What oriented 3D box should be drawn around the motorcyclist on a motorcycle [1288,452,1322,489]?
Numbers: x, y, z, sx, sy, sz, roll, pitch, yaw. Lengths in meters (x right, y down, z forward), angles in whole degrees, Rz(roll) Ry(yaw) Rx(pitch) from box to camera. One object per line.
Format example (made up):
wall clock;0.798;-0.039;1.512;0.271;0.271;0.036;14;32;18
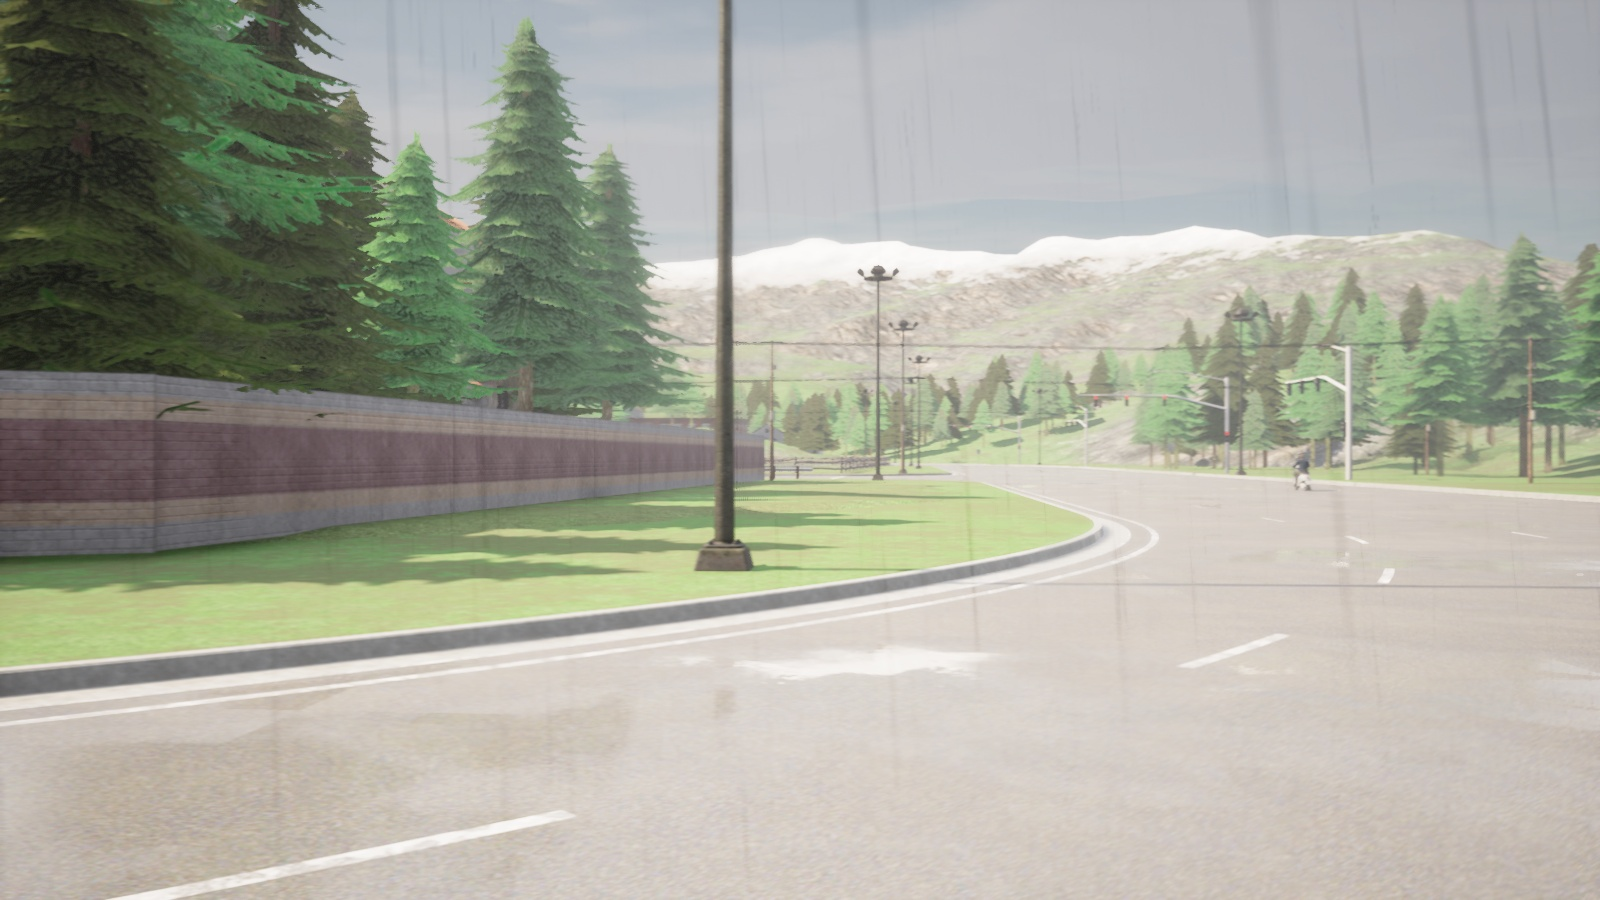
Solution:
motorcyclist on a motorcycle;22.063;0.885;54.897;0.866;1.590;1.817;0;0;5
